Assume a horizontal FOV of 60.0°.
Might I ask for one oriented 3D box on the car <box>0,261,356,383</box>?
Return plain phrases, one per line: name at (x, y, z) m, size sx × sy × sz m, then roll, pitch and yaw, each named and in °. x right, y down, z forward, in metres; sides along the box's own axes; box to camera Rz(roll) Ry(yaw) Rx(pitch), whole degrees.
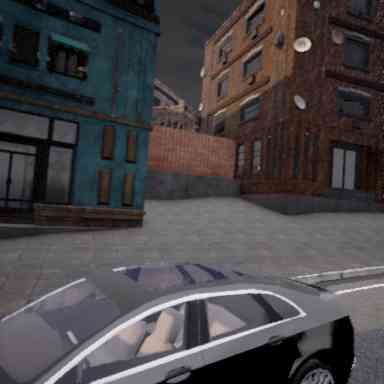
car at (-0.532, 1.504, 3.054) m, size 4.902 × 1.511 × 2.128 m, roll 1°, pitch -1°, yaw -32°
